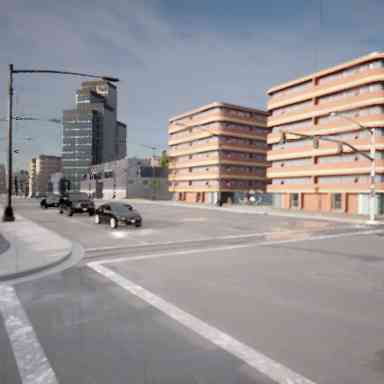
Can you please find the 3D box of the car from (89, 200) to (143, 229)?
[{"bbox_3d":[-4.879,1.478,21.866,1.837,1.490,4.892,1,0,-34],"label":"car"}]

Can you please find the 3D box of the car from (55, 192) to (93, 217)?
[{"bbox_3d":[-10.439,1.053,30.023,2.150,2.045,5.566,1,0,-34],"label":"car"}]

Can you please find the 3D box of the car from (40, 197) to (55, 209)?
[{"bbox_3d":[-16.106,1.222,38.324,1.994,1.385,4.181,1,1,-34],"label":"car"}]
